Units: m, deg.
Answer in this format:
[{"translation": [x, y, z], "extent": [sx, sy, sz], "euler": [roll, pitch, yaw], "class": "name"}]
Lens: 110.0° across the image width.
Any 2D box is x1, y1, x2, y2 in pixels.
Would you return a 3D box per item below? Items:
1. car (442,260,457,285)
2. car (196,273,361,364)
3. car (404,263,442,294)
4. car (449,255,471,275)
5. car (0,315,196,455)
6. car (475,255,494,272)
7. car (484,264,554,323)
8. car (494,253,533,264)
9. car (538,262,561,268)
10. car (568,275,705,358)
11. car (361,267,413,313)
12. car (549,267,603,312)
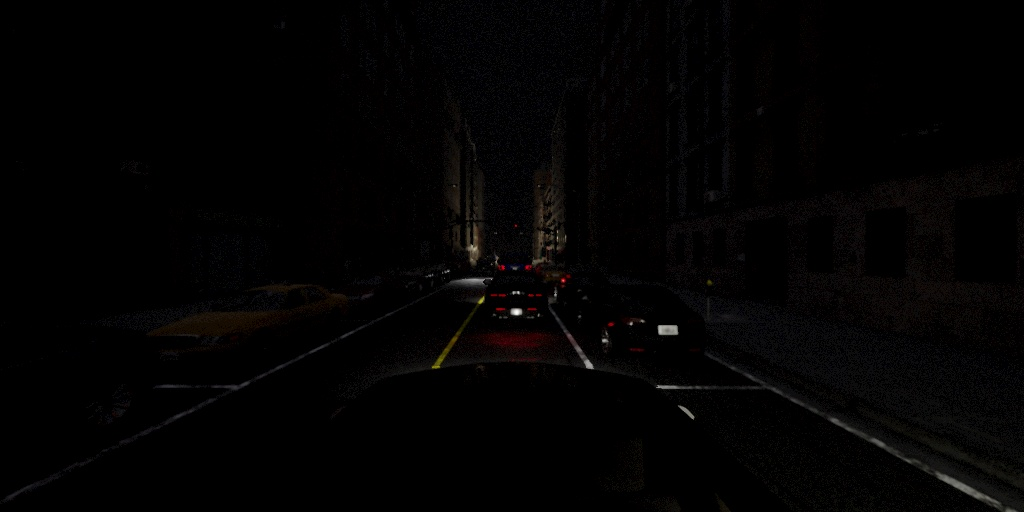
[{"translation": [-5.298, 1.171, 24.453], "extent": [2.007, 1.370, 4.403], "euler": [0, 0, 0], "class": "car"}, {"translation": [-5.367, 1.240, 8.044], "extent": [1.751, 1.417, 4.829], "euler": [0, 0, 0], "class": "car"}, {"translation": [-5.321, 1.203, 19.040], "extent": [2.007, 1.370, 4.403], "euler": [0, 0, 0], "class": "car"}, {"translation": [-5.253, 0.869, 35.278], "extent": [2.192, 1.841, 5.009], "euler": [0, 0, 0], "class": "car"}, {"translation": [-5.389, 1.310, 2.801], "extent": [1.948, 1.339, 4.313], "euler": [0, 0, 0], "class": "car"}, {"translation": [-2.614, 0.802, 35.630], "extent": [1.895, 1.301, 4.718], "euler": [0, 0, 0], "class": "car"}, {"translation": [0.134, 1.200, 11.888], "extent": [1.837, 1.490, 4.892], "euler": [0, 1, 0], "class": "car"}, {"translation": [0.188, 0.847, 23.614], "extent": [2.150, 2.045, 5.566], "euler": [0, 0, 0], "class": "car"}, {"translation": [2.728, 1.146, 24.580], "extent": [1.751, 1.417, 4.829], "euler": [0, 0, 0], "class": "car"}, {"translation": [2.659, 1.281, 8.171], "extent": [1.948, 1.339, 4.313], "euler": [0, 0, 0], "class": "car"}, {"translation": [-5.344, 1.266, 13.627], "extent": [1.802, 1.307, 4.207], "euler": [0, 0, 0], "class": "car"}, {"translation": [2.681, 1.251, 13.584], "extent": [1.948, 1.339, 4.313], "euler": [0, 0, 0], "class": "car"}]
